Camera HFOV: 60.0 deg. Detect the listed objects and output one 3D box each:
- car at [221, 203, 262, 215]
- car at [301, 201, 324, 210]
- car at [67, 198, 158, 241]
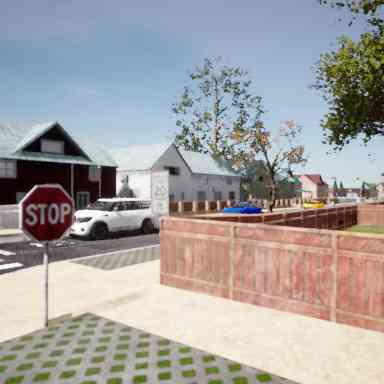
[{"bbox_3d":[4.459,1.737,29.522,1.882,1.535,5.008,0,0,37],"label":"car"},{"bbox_3d":[16.428,1.931,45.287,1.882,1.535,5.008,0,-1,37],"label":"car"},{"bbox_3d":[-4.234,1.341,17.991,2.150,2.045,5.566,0,0,37],"label":"car"}]
